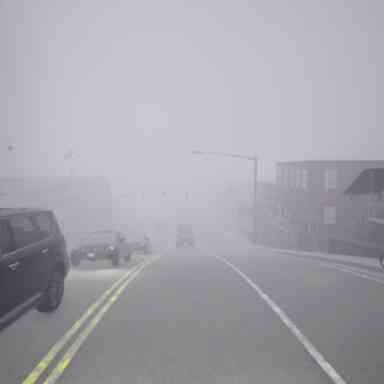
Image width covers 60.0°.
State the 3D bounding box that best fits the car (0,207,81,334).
[{"bbox_3d":[-3.678,1.291,5.004,2.150,2.045,5.566,0,-1,-1],"label":"car"}]

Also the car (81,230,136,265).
[{"bbox_3d":[-3.904,2.470,15.060,1.812,1.442,4.674,0,-8,-1],"label":"car"}]

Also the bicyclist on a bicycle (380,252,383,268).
[{"bbox_3d":[6.428,1.571,9.981,1.656,1.620,0.582,-1,-4,-1],"label":"bicyclist on a bicycle"}]

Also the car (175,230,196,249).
[{"bbox_3d":[-0.697,5.096,34.842,1.837,1.490,4.892,0,-5,-1],"label":"car"}]

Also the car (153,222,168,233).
[{"bbox_3d":[-4.575,5.341,49.018,1.837,1.490,4.892,0,1,-1],"label":"car"}]

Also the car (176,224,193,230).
[{"bbox_3d":[-0.996,5.398,46.147,2.150,2.045,5.566,0,0,-1],"label":"car"}]

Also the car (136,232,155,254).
[{"bbox_3d":[-4.120,3.911,25.178,1.812,1.442,4.674,0,-8,-1],"label":"car"}]
